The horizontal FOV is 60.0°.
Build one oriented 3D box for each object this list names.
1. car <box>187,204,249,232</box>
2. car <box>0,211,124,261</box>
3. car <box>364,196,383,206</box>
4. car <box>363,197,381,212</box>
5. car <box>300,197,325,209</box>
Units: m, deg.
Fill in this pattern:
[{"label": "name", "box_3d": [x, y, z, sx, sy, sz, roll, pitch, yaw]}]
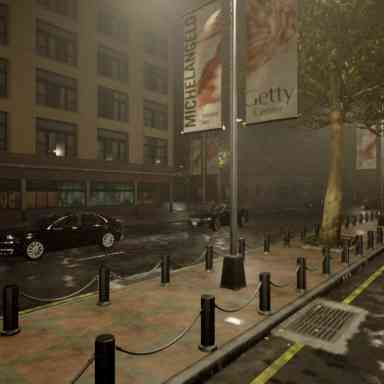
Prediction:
[{"label": "car", "box_3d": [1.705, 1.492, 20.468, 2.128, 1.511, 4.902, 0, 0, 40]}, {"label": "car", "box_3d": [-4.861, 1.505, 12.552, 1.837, 1.490, 4.892, 0, 0, 40]}, {"label": "car", "box_3d": [29.716, 1.477, 54.402, 1.882, 1.535, 5.008, 0, 0, 40]}, {"label": "car", "box_3d": [21.610, 1.504, 39.134, 1.837, 1.490, 4.892, 0, 0, 40]}, {"label": "car", "box_3d": [17.167, 1.504, 45.109, 4.892, 1.490, 1.837, 0, 1, -9]}]
